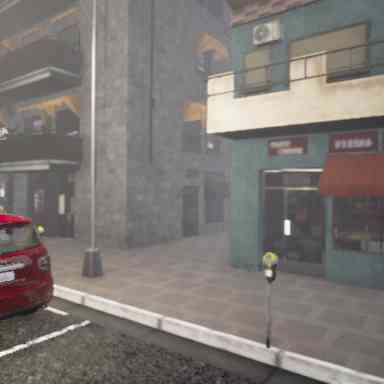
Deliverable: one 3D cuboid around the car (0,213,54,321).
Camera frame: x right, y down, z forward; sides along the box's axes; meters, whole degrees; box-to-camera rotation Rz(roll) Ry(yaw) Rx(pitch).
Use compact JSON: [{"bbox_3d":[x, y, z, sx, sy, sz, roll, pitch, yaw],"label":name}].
[{"bbox_3d":[-4.622,1.296,6.155,5.009,1.841,2.192,0,1,36],"label":"car"}]
